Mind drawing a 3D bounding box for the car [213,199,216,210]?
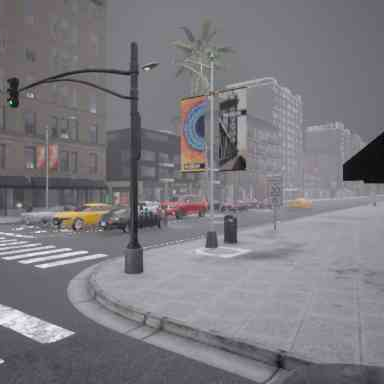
[{"bbox_3d":[1.759,1.527,38.644,1.882,1.535,5.008,0,0,35],"label":"car"}]

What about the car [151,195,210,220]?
[{"bbox_3d":[-0.754,1.257,29.442,2.150,2.045,5.566,0,0,35],"label":"car"}]

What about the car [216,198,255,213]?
[{"bbox_3d":[5.009,1.656,37.610,1.895,1.301,4.718,0,0,35],"label":"car"}]

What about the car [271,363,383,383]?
[{"bbox_3d":[2.226,1.551,1.260,4.403,1.369,2.008,0,0,35],"label":"car"}]

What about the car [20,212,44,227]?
[{"bbox_3d":[-9.240,1.615,23.047,1.895,1.301,4.718,0,0,35],"label":"car"}]

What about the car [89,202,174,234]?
[{"bbox_3d":[-3.417,1.549,19.677,1.812,1.442,4.674,0,0,35],"label":"car"}]

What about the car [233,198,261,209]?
[{"bbox_3d":[7.803,1.578,47.106,1.837,1.490,4.892,0,0,37],"label":"car"}]

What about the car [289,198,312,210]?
[{"bbox_3d":[14.999,1.567,45.807,1.882,1.535,5.008,0,0,35],"label":"car"}]

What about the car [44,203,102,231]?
[{"bbox_3d":[-6.477,1.496,21.308,1.882,1.535,5.008,0,0,35],"label":"car"}]

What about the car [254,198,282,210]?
[{"bbox_3d":[10.851,1.584,45.823,1.837,1.490,4.892,0,0,36],"label":"car"}]
